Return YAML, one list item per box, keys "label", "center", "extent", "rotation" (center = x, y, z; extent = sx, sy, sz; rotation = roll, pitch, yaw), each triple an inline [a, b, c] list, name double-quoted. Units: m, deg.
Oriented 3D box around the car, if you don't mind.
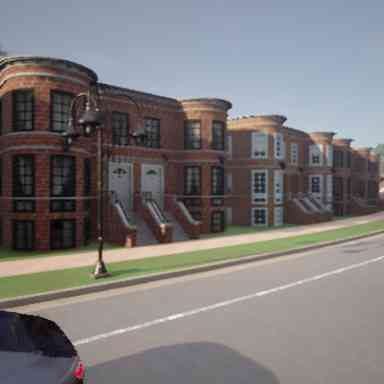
- label: "car"
  center: [-2.840, 1.573, 2.083]
  extent: [4.181, 1.385, 1.994]
  rotation: [0, 0, -36]
